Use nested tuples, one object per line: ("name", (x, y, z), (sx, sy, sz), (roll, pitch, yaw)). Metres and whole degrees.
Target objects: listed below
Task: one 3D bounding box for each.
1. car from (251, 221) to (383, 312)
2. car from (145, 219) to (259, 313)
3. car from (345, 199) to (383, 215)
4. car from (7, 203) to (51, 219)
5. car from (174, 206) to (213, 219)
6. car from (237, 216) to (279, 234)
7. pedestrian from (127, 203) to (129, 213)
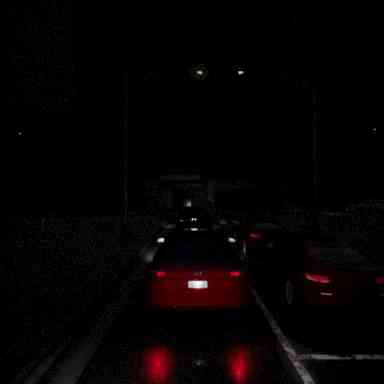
("car", (2.667, 1.587, 7.461), (1.802, 1.307, 4.206), (1, 0, 0))
("car", (0.107, 1.569, 7.754), (1.994, 1.385, 4.181), (0, 0, 0))
("car", (17.204, 1.415, 31.940), (4.674, 1.442, 1.812), (0, -1, 0))
("car", (-14.849, 1.674, 29.181), (4.674, 1.442, 1.812), (-1, -1, 0))
("car", (0.091, 1.519, 18.008), (1.837, 1.490, 4.892), (0, 0, 0))
("car", (2.678, 1.591, 12.899), (1.802, 1.307, 4.206), (1, 0, 0))
("pedestrian", (-6.753, 1.692, 34.993), (0.500, 1.100, 0.500), (0, -1, 0))
